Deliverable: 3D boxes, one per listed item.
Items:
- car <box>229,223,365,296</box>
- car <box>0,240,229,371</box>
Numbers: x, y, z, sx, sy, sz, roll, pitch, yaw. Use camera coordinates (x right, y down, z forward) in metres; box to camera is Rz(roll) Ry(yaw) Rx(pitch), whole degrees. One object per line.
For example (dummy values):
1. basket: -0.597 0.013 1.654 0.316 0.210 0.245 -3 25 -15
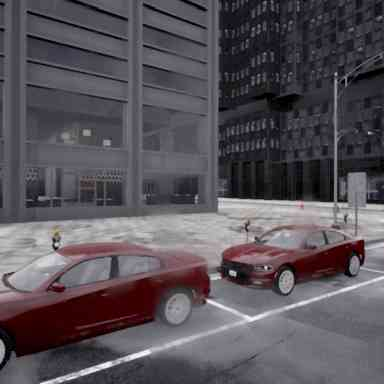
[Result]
1. car: 2.720 1.544 8.641 4.507 1.381 1.887 0 0 -36
2. car: -1.763 1.544 5.412 4.507 1.381 1.887 0 0 -36
